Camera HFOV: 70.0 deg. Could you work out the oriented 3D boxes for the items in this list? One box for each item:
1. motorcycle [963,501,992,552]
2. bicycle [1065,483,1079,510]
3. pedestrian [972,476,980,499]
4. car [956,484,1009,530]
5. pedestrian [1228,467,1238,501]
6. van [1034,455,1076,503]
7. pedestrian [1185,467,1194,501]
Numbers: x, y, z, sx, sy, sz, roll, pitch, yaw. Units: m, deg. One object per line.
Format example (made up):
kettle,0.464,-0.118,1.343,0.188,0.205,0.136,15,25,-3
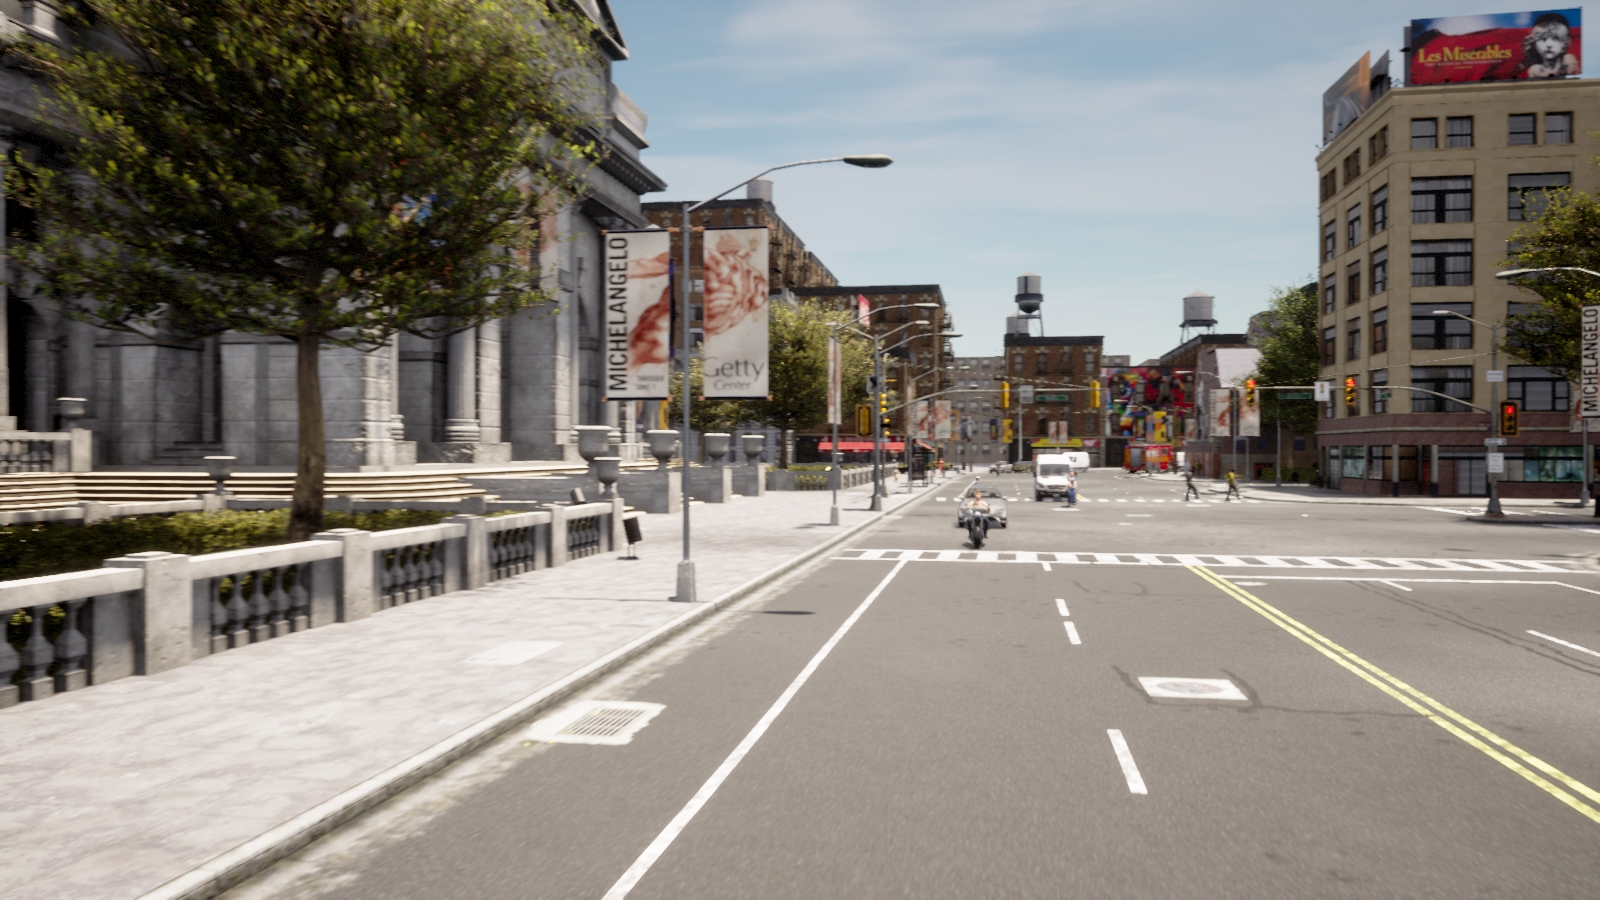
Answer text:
motorcycle,5.125,2.173,32.859,0.764,1.277,2.356,0,0,10
bicycle,13.085,2.216,54.948,0.373,1.196,1.643,0,0,3
pedestrian,9.958,2.136,64.547,0.375,1.300,0.375,0,0,0
car,6.751,2.070,42.095,1.816,1.474,4.193,0,0,10
pedestrian,23.689,1.867,62.537,0.375,1.860,0.375,0,0,-4
van,14.157,1.545,63.742,1.988,2.561,5.915,0,0,10
pedestrian,21.299,1.865,62.481,0.375,1.860,0.375,0,0,-1
